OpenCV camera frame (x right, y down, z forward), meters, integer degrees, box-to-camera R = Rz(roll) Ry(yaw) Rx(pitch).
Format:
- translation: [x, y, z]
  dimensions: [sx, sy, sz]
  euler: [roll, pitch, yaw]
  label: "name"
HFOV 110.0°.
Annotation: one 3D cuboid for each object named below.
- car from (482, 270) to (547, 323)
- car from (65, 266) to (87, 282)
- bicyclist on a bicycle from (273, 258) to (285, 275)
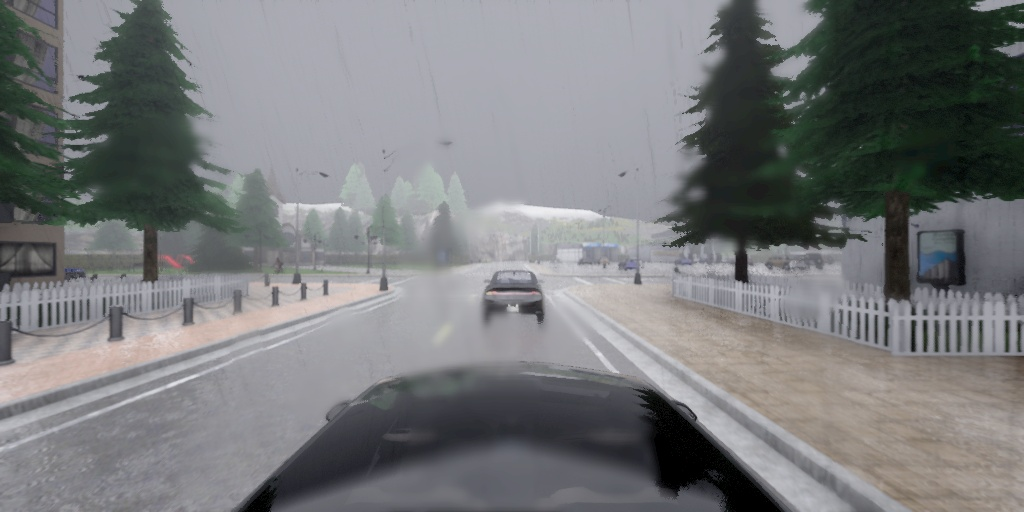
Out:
- translation: [0.075, 1.218, 11.973]
  dimensions: [2.128, 1.511, 4.902]
  euler: [0, 0, 0]
  label: "car"
- translation: [-34.188, 1.159, 26.151]
  dimensions: [5.008, 1.535, 1.882]
  euler: [0, 0, 1]
  label: "car"
- translation: [-21.781, 0.966, 33.501]
  dimensions: [0.582, 1.620, 1.656]
  euler: [0, 0, 1]
  label: "bicyclist on a bicycle"
